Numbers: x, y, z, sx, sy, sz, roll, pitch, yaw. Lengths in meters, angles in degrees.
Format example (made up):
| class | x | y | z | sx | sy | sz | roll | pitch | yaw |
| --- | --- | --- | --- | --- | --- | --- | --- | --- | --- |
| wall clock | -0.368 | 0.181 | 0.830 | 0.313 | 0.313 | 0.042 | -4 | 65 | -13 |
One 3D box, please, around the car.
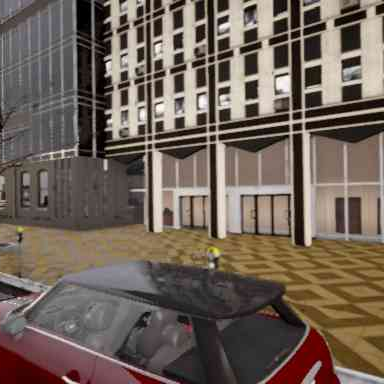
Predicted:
| class | x | y | z | sx | sy | sz | roll | pitch | yaw |
| --- | --- | --- | --- | --- | --- | --- | --- | --- | --- |
| car | -0.766 | 1.457 | 3.437 | 4.097 | 1.590 | 1.967 | 0 | -1 | 36 |
